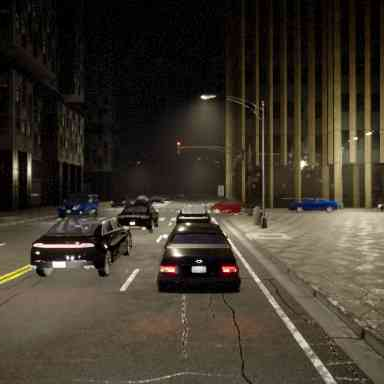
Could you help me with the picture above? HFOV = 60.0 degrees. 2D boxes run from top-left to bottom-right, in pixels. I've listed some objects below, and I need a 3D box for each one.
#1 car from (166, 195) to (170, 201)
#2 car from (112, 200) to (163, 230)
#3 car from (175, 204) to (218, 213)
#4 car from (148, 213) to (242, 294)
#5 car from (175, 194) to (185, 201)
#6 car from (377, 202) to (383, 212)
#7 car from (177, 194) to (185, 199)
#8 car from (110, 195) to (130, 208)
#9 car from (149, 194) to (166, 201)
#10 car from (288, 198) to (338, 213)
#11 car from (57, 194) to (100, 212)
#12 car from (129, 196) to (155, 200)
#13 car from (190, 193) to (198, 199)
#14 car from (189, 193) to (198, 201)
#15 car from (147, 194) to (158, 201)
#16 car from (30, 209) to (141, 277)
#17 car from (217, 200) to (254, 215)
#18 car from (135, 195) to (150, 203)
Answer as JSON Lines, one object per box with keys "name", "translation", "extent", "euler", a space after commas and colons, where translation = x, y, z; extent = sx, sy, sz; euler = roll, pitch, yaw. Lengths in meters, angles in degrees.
{"name": "car", "translation": [-6.123, 1.331, 75.218], "extent": [2.128, 1.511, 4.902], "euler": [0, 0, 0]}
{"name": "car", "translation": [-3.055, 1.460, 19.601], "extent": [1.882, 1.535, 5.008], "euler": [0, 0, 0]}
{"name": "car", "translation": [0.092, 1.475, 18.695], "extent": [2.128, 1.511, 4.902], "euler": [0, 0, 0]}
{"name": "car", "translation": [0.143, 1.544, 8.951], "extent": [2.033, 1.411, 5.357], "euler": [0, 0, 0]}
{"name": "car", "translation": [-2.861, 1.316, 77.112], "extent": [2.128, 1.511, 4.902], "euler": [0, 0, 0]}
{"name": "car", "translation": [22.176, 1.343, 35.018], "extent": [4.902, 1.511, 2.128], "euler": [0, 0, 0]}
{"name": "car", "translation": [-2.808, 1.187, 87.564], "extent": [1.895, 1.301, 4.718], "euler": [0, 0, 0]}
{"name": "car", "translation": [-9.621, 1.273, 45.348], "extent": [2.097, 1.767, 4.553], "euler": [0, 0, 0]}
{"name": "car", "translation": [-6.274, 1.467, 60.063], "extent": [1.895, 1.301, 4.718], "euler": [0, 0, 1]}
{"name": "car", "translation": [12.710, 1.369, 35.047], "extent": [5.008, 1.535, 1.882], "euler": [0, 0, 1]}
{"name": "car", "translation": [-9.707, 1.186, 29.029], "extent": [2.150, 2.045, 5.566], "euler": [0, 0, 1]}
{"name": "car", "translation": [-6.385, 1.529, 42.994], "extent": [1.895, 1.301, 4.718], "euler": [0, 0, 0]}
{"name": "car", "translation": [0.442, 1.117, 87.517], "extent": [2.128, 1.511, 4.902], "euler": [0, 0, 0]}
{"name": "car", "translation": [0.389, 1.291, 77.095], "extent": [1.837, 1.490, 4.892], "euler": [0, 0, 0]}
{"name": "car", "translation": [-9.352, 1.307, 79.040], "extent": [1.812, 1.442, 4.674], "euler": [0, 0, 0]}
{"name": "car", "translation": [-3.101, 1.487, 10.225], "extent": [2.128, 1.511, 4.902], "euler": [0, 0, 0]}
{"name": "car", "translation": [3.893, 1.496, 32.256], "extent": [4.181, 1.385, 1.994], "euler": [-1, 0, 10]}
{"name": "car", "translation": [-9.476, 1.398, 63.897], "extent": [2.033, 1.411, 5.357], "euler": [0, 0, 1]}
